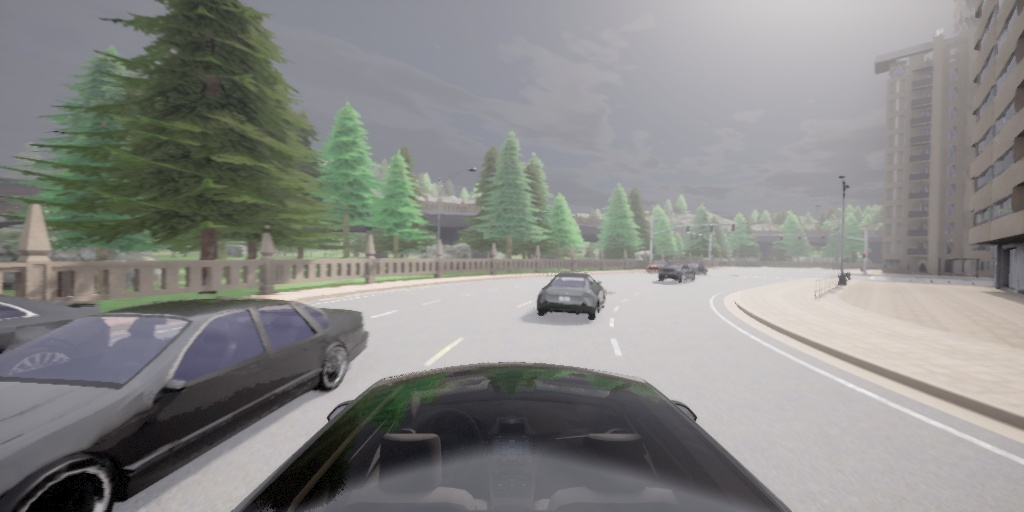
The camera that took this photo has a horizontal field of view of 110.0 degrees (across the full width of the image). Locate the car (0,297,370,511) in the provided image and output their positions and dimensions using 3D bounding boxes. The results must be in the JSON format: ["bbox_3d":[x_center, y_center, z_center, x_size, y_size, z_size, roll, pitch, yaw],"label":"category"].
[{"bbox_3d":[-3.493,1.210,3.870,2.033,1.411,5.357,1,0,4],"label":"car"}]

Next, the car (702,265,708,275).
[{"bbox_3d":[21.383,1.533,42.283,5.357,1.411,2.033,1,0,-44],"label":"car"}]

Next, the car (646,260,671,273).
[{"bbox_3d":[18.427,1.259,44.299,4.553,1.767,2.097,1,1,-44],"label":"car"}]

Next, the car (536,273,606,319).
[{"bbox_3d":[2.250,1.299,12.985,1.994,1.385,4.181,1,0,18],"label":"car"}]

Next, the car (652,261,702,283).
[{"bbox_3d":[13.842,1.395,29.895,1.837,1.490,4.892,1,0,45],"label":"car"}]

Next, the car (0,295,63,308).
[{"bbox_3d":[-6.857,1.086,3.137,2.128,1.511,4.902,1,0,4],"label":"car"}]
